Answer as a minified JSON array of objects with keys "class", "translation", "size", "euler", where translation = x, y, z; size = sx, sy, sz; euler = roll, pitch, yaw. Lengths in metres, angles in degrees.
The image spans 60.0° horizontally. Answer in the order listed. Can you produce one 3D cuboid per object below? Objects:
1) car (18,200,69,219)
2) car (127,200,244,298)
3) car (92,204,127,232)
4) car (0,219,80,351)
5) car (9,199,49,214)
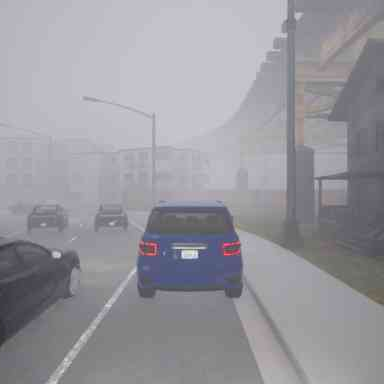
[{"class":"car","translation":[-8.479,1.492,19.783],"size":[2.128,1.511,4.902],"euler":[0,0,-16]},{"class":"car","translation":[-0.039,1.220,8.680],"size":[2.150,2.045,5.566],"euler":[0,0,0]},{"class":"car","translation":[-5.018,1.492,20.372],"size":[2.128,1.511,4.902],"euler":[0,0,-16]},{"class":"car","translation":[-3.412,1.477,5.439],"size":[1.882,1.535,5.008],"euler":[0,0,0]},{"class":"car","translation":[-16.561,1.548,33.107],"size":[2.033,1.411,5.357],"euler":[0,0,-44]}]
